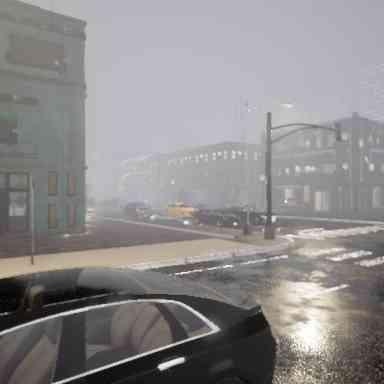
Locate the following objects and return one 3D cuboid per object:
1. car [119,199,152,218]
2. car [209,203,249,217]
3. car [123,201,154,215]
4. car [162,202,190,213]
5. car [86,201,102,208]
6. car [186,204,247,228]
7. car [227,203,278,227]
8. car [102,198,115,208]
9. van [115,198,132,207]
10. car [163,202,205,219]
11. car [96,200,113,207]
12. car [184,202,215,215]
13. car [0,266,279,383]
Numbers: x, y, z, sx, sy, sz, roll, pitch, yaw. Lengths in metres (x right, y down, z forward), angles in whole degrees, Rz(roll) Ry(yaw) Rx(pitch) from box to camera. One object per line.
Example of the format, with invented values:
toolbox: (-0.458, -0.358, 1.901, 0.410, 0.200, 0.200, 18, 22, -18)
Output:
car: (-6.013, 1.921, 36.599, 1.967, 1.590, 4.097, -1, 0, -35)
car: (4.029, 1.929, 36.824, 2.008, 1.369, 4.403, -1, 0, -35)
car: (-6.902, 2.005, 42.463, 1.882, 1.535, 5.008, 0, 0, -34)
car: (-2.275, 2.083, 45.923, 1.802, 1.307, 4.206, -1, 0, -35)
car: (-19.821, 2.291, 66.696, 2.128, 1.511, 4.902, 0, 0, -35)
car: (1.794, 1.891, 25.124, 1.947, 1.339, 4.313, -1, 0, -35)
car: (4.532, 1.794, 25.964, 2.128, 1.511, 4.902, 0, 0, -33)
car: (-14.892, 2.052, 64.121, 2.192, 1.841, 5.009, -1, 0, -35)
van: (-11.738, 2.021, 59.572, 1.690, 1.788, 3.998, -1, 0, -35)
car: (-1.173, 1.893, 34.180, 1.882, 1.535, 5.008, 0, 0, -34)
car: (-18.040, 2.339, 68.670, 1.887, 1.381, 4.507, -1, 0, -35)
car: (0.877, 2.022, 41.374, 1.802, 1.307, 4.206, -1, 0, -35)
car: (-1.404, 1.507, 2.683, 4.892, 1.490, 1.837, 1, -1, -35)
